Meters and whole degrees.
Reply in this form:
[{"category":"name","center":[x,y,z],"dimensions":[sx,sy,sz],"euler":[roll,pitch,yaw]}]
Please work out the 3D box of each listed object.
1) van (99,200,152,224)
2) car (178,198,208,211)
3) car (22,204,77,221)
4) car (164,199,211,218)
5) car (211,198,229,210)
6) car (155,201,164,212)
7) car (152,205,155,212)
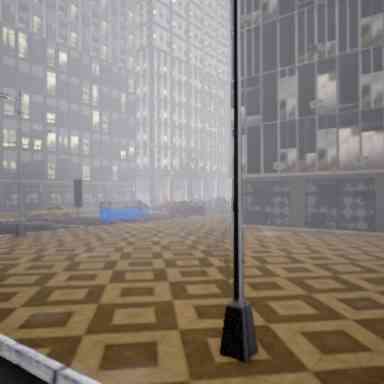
[{"category":"van","center":[-5.303,1.507,25.908],"dimensions":[1.690,1.788,3.998],"euler":[0,0,38]},{"category":"car","center":[0.200,1.664,46.162],"dimensions":[1.967,1.590,4.097],"euler":[0,0,38]},{"category":"car","center":[-12.692,1.739,29.619],"dimensions":[1.752,1.417,4.829],"euler":[0,0,38]},{"category":"car","center":[-0.341,1.610,32.537],"dimensions":[1.967,1.590,4.097],"euler":[0,0,38]},{"category":"car","center":[3.254,1.561,46.036],"dimensions":[2.097,1.767,4.553],"euler":[0,0,38]},{"category":"car","center":[-3.192,1.765,41.753],"dimensions":[1.887,1.381,4.507],"euler":[0,0,38]},{"category":"car","center":[-6.585,1.799,37.343],"dimensions":[1.802,1.307,4.206],"euler":[0,0,38]}]
